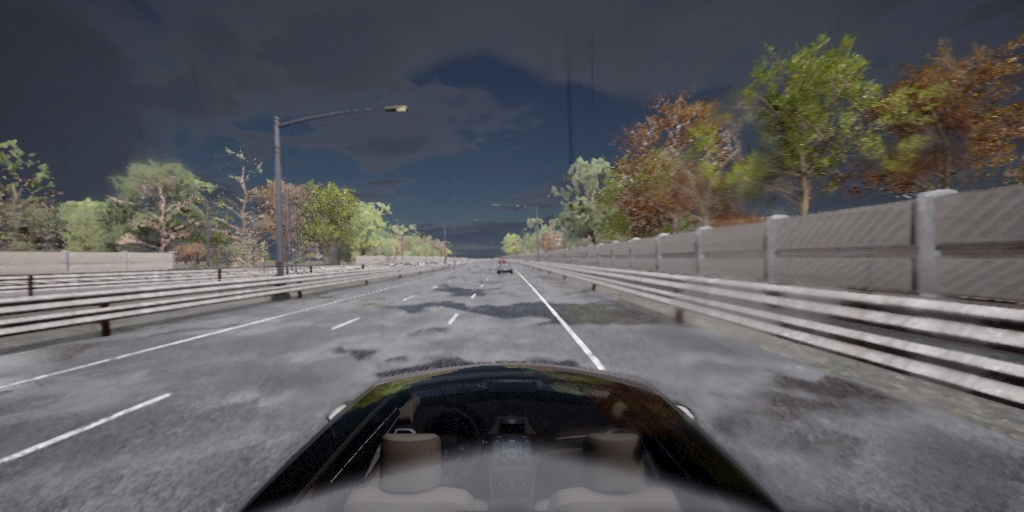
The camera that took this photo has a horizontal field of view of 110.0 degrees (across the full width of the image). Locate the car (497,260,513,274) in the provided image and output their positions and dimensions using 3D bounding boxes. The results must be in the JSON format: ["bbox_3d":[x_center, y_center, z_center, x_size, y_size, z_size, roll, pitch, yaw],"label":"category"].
[{"bbox_3d":[-0.906,1.589,46.814,1.994,1.385,4.181,-2,0,-1],"label":"car"}]
